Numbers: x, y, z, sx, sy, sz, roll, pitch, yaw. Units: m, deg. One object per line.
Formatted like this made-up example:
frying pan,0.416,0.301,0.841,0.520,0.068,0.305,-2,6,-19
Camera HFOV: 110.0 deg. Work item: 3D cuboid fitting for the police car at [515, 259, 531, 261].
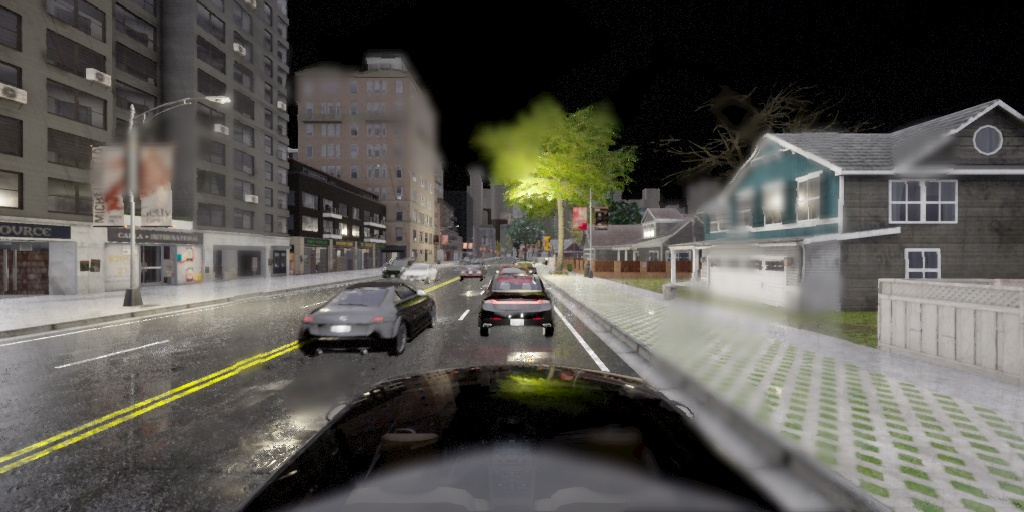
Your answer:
police car,1.006,1.155,29.529,1.930,1.638,5.238,0,0,0

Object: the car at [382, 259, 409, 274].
car,-9.817,1.079,31.775,2.097,1.767,4.553,0,0,0

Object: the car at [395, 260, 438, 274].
car,-6.572,1.260,25.829,1.812,1.442,4.674,0,0,0

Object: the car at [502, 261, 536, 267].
car,0.120,1.219,19.800,1.882,1.535,5.008,0,0,0

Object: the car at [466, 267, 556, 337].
car,0.112,1.239,10.296,2.128,1.511,4.902,0,0,0

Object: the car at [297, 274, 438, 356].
car,-3.141,1.312,8.596,1.994,1.385,4.181,0,0,0

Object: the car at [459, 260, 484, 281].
car,-3.119,1.278,29.642,2.033,1.411,5.357,0,0,0
